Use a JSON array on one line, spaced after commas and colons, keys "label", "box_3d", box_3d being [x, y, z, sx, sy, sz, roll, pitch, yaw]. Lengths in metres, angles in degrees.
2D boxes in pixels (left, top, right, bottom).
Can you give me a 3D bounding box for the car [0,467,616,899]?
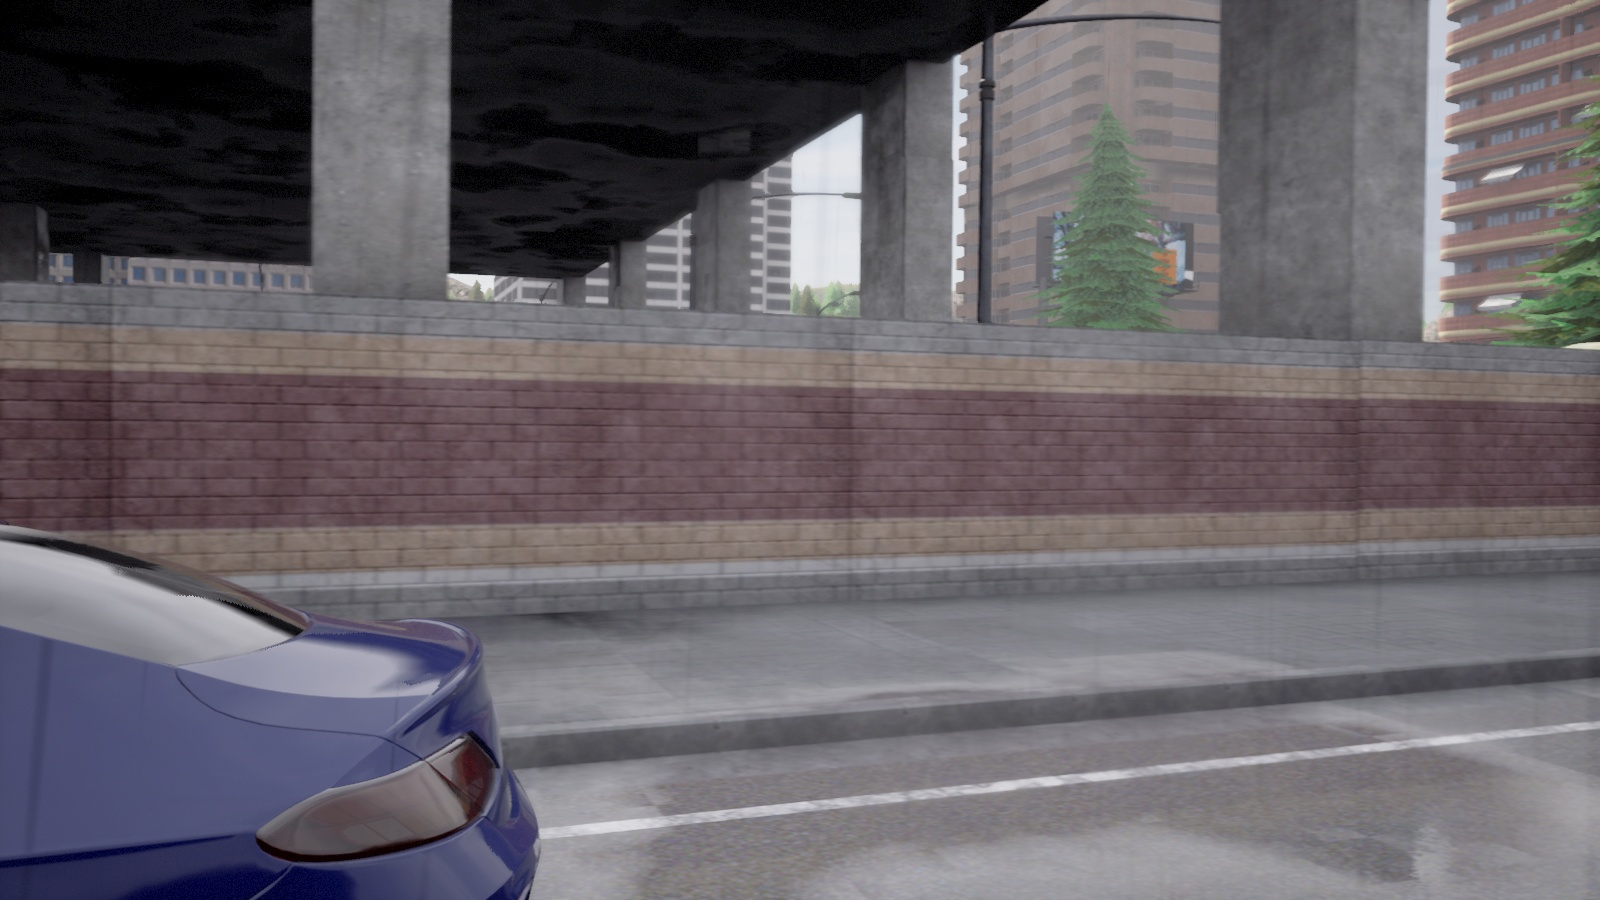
[{"label": "car", "box_3d": [-2.821, 0.819, 2.168, 4.674, 1.442, 1.812, -1, 1, -21]}]
